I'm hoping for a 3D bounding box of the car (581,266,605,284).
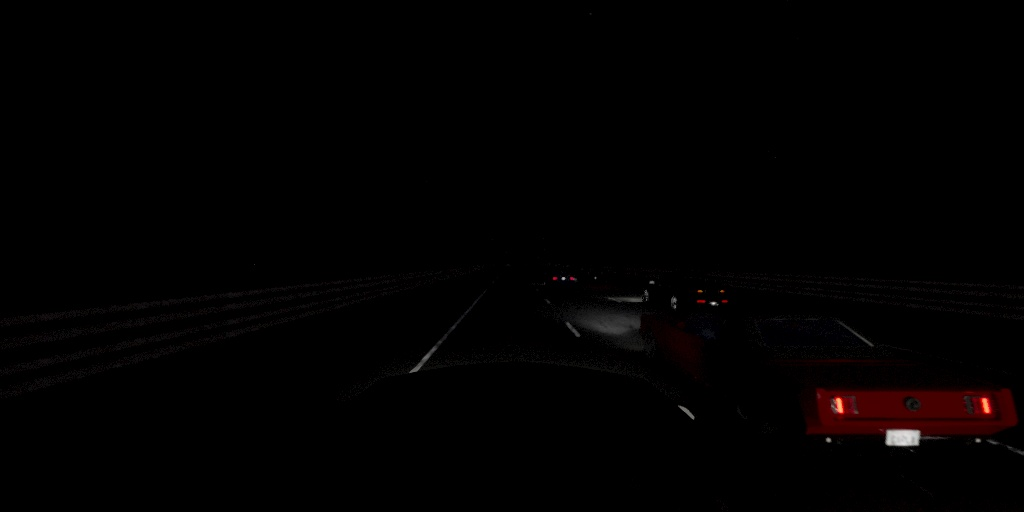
[{"bbox_3d":[7.115,1.697,32.888,2.128,1.511,4.902,0,-1,0],"label":"car"}]

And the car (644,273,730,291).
[{"bbox_3d":[7.104,1.451,15.054,1.837,1.490,4.892,0,-1,0],"label":"car"}]

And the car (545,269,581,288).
[{"bbox_3d":[3.612,1.675,27.605,2.033,1.411,5.357,0,-1,0],"label":"car"}]

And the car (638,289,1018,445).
[{"bbox_3d":[3.582,1.406,5.500,1.895,1.301,4.718,0,-1,0],"label":"car"}]
